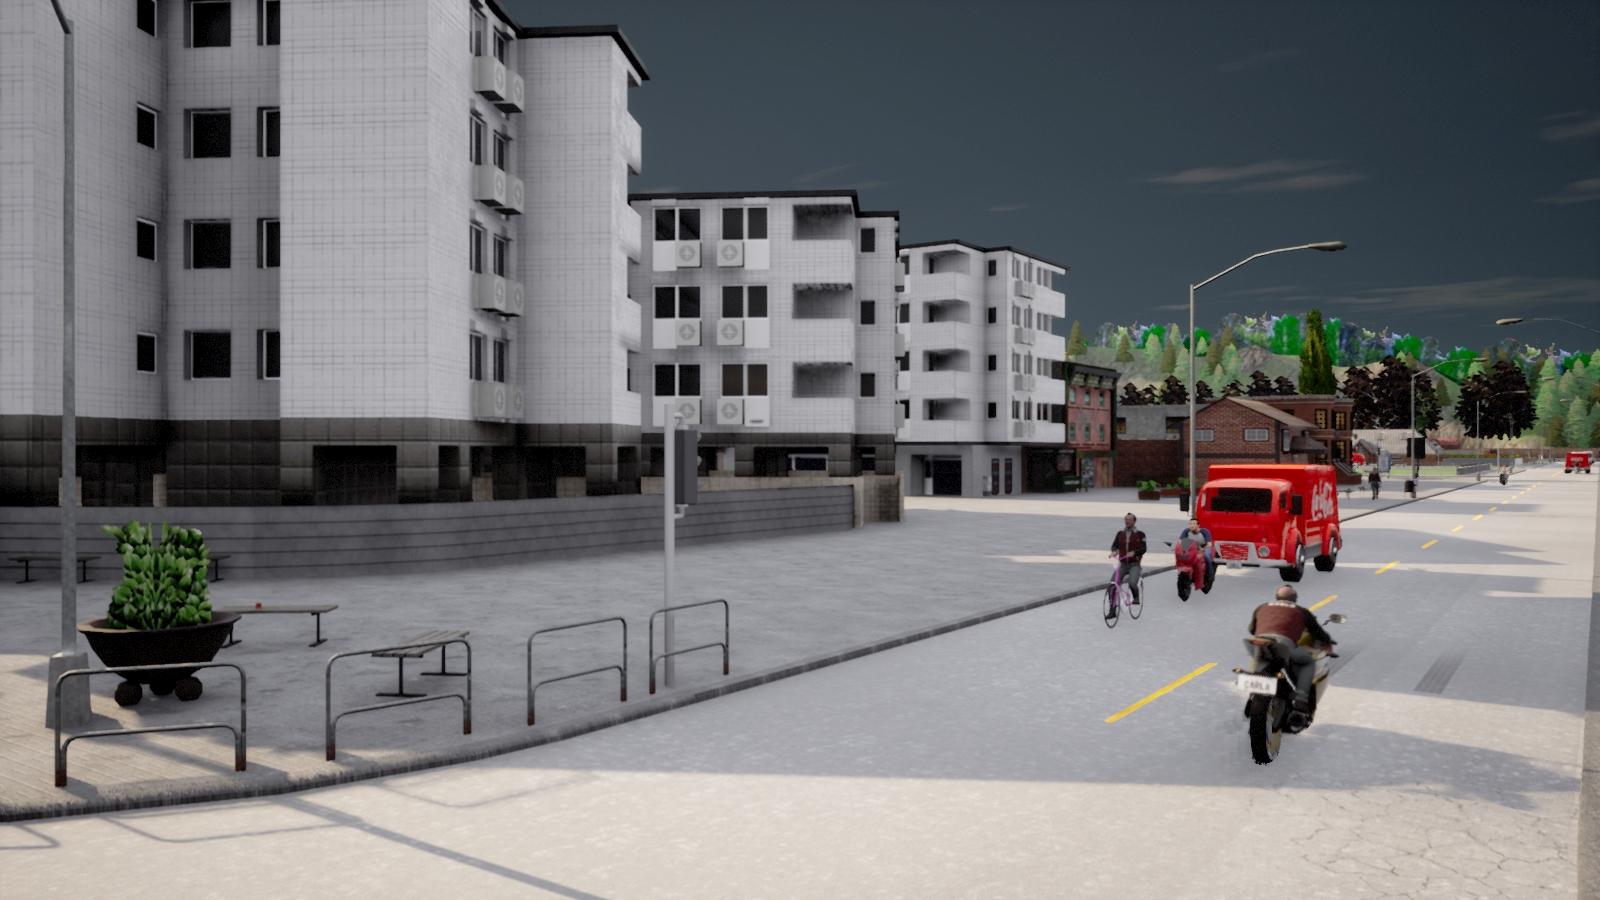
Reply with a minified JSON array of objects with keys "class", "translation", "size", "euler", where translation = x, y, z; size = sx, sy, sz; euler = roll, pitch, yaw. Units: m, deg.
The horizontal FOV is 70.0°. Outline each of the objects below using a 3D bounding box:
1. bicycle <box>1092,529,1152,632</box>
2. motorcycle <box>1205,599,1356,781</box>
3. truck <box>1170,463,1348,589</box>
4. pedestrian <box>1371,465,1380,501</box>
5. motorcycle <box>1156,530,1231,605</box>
[{"class":"bicycle","translation":[5.182,2.057,18.333],"size":[0.329,1.471,1.835],"euler":[0,0,35]},{"class":"motorcycle","translation":[4.636,2.203,10.932],"size":[0.867,1.251,2.209],"euler":[0,0,35]},{"class":"truck","translation":[10.537,1.562,25.947],"size":[2.627,2.467,5.204],"euler":[0,0,35]},{"class":"pedestrian","translation":[30.502,1.740,60.587],"size":[0.375,1.860,0.375],"euler":[0,0,38]},{"class":"motorcycle","translation":[7.446,2.183,21.569],"size":[0.803,1.199,2.033],"euler":[0,0,35]}]
